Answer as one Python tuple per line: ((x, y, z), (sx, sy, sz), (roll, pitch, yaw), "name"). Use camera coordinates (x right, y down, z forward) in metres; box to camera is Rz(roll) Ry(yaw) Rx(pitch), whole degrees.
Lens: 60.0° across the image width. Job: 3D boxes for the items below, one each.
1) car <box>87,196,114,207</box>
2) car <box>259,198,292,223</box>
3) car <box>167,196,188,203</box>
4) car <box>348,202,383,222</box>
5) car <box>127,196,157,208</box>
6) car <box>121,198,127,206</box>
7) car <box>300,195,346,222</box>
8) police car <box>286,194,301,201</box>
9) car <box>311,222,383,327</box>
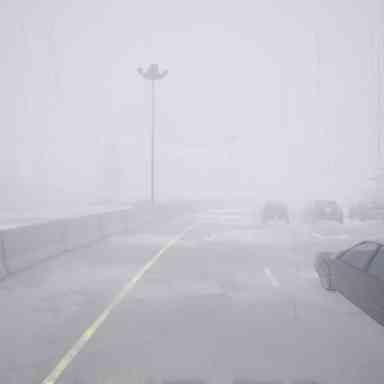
((-13.263, 1.356, 48.411), (1.882, 1.535, 5.008), (0, 0, 18), "car")
((6.205, 1.481, 25.146), (1.837, 1.490, 4.892), (0, 0, 11), "car")
((-2.106, 1.418, 48.676), (1.837, 1.490, 4.892), (0, 0, 20), "car")
((13.376, 1.488, 25.345), (2.128, 1.511, 4.902), (0, 0, 11), "car")
((-6.678, 1.503, 46.094), (1.895, 1.301, 4.718), (0, 0, 18), "car")
((-8.853, 1.366, 50.586), (1.882, 1.535, 5.008), (0, 0, 20), "car")
((9.739, 1.339, 24.954), (2.097, 1.767, 4.553), (0, 0, 11), "car")
((24.068, 1.362, 79.812), (1.930, 1.638, 5.238), (0, 0, 34), "police car")
((3.809, 1.549, 5.836), (2.033, 1.411, 5.357), (0, 0, 3), "car")
